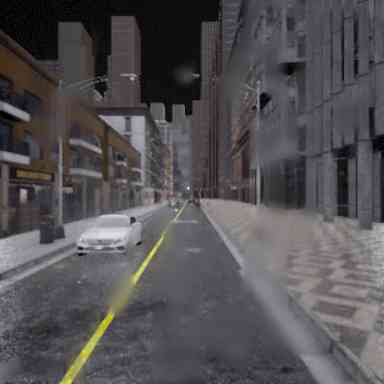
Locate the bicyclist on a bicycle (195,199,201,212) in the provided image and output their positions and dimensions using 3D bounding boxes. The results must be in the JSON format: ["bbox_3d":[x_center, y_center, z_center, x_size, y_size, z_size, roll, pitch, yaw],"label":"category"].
[{"bbox_3d":[0.822,1.731,41.179,0.582,1.620,1.656,0,-1,0],"label":"bicyclist on a bicycle"}]

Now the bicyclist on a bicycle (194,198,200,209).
[{"bbox_3d":[0.818,1.791,50.228,0.866,1.612,1.509,0,-1,0],"label":"bicyclist on a bicycle"}]

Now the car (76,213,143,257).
[{"bbox_3d":[-3.102,1.600,13.417,1.812,1.442,4.674,0,0,0],"label":"car"}]

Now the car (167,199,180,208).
[{"bbox_3d":[-3.051,1.892,55.834,2.128,1.511,4.902,0,0,1],"label":"car"}]

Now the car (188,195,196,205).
[{"bbox_3d":[-0.006,2.063,74.954,1.837,1.490,4.892,0,-1,0],"label":"car"}]

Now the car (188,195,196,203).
[{"bbox_3d":[-0.007,1.822,90.520,2.150,2.045,5.566,0,-1,0],"label":"car"}]
